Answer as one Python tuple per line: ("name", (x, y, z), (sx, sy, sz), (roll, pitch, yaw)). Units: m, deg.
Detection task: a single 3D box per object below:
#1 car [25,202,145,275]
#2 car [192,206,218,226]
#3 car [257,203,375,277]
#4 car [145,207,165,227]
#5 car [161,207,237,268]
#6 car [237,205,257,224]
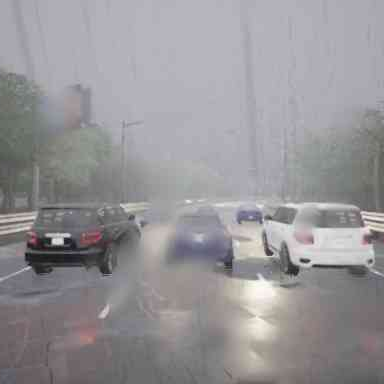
("car", (-3.250, 1.350, 11.030), (2.150, 2.045, 5.566), (0, 0, 3))
("car", (1.136, 1.883, 27.200), (1.994, 1.385, 4.181), (0, -1, 5))
("car", (3.750, 1.352, 10.898), (2.150, 2.045, 5.566), (0, 0, 3))
("car", (-2.568, 1.837, 24.954), (2.033, 1.411, 5.357), (0, -1, 5))
("car", (0.308, 1.492, 12.039), (2.097, 1.767, 4.553), (0, -1, 3))
("car", (4.708, 1.807, 27.925), (1.882, 1.535, 5.008), (0, 0, 5))
